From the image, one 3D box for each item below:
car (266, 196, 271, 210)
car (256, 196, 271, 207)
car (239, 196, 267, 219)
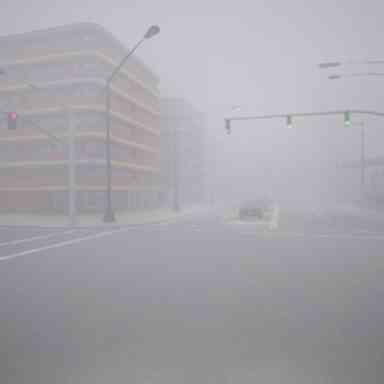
[{"bbox_3d":[7.754,1.348,38.309,1.882,1.535,5.008,-1,0,15],"label":"car"},{"bbox_3d":[10.345,1.325,47.987,1.837,1.490,4.892,-1,0,15],"label":"car"},{"bbox_3d":[5.140,1.397,28.419,1.882,1.535,5.008,-1,0,15],"label":"car"}]
